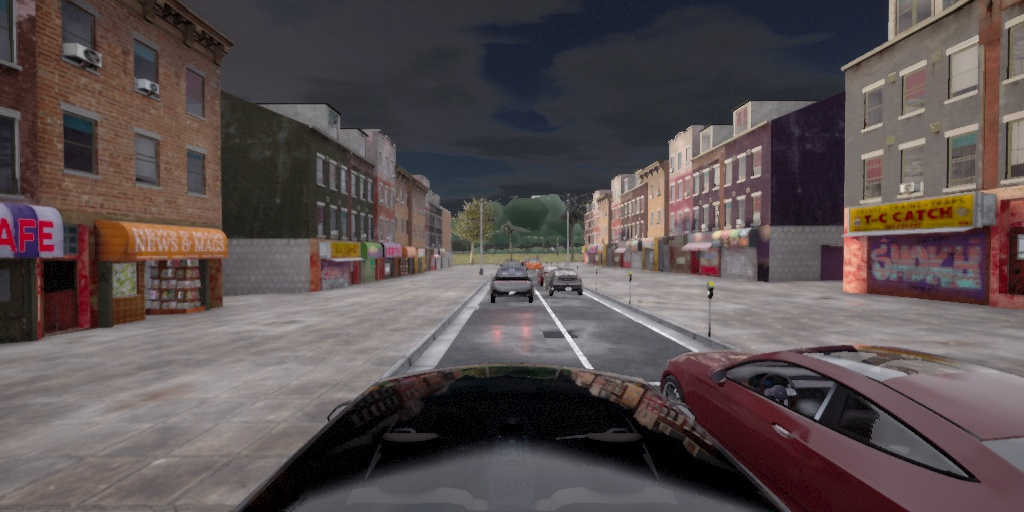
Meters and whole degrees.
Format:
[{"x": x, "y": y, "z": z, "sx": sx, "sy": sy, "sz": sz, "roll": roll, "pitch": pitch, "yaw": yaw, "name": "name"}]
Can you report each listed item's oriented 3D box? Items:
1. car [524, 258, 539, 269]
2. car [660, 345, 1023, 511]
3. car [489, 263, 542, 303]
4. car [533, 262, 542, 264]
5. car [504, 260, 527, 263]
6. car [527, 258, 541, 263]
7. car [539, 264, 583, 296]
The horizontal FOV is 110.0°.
[{"x": 2.988, "y": 1.146, "z": 56.767, "sx": 2.097, "sy": 1.767, "sz": 4.553, "roll": 0, "pitch": 0, "yaw": 0, "name": "car"}, {"x": 2.637, "y": 1.330, "z": 2.690, "sx": 1.802, "sy": 1.307, "sz": 4.207, "roll": 0, "pitch": 0, "yaw": 0, "name": "car"}, {"x": 0.000, "y": 1.244, "z": 16.502, "sx": 2.128, "sy": 1.511, "sz": 4.902, "roll": 0, "pitch": 0, "yaw": 0, "name": "car"}, {"x": 2.637, "y": 1.295, "z": 24.315, "sx": 1.888, "sy": 1.381, "sz": 4.507, "roll": 0, "pitch": 0, "yaw": 0, "name": "car"}, {"x": 0.000, "y": 1.122, "z": 31.474, "sx": 2.097, "sy": 1.767, "sz": 4.553, "roll": 0, "pitch": 0, "yaw": 0, "name": "car"}, {"x": 2.988, "y": 1.132, "z": 49.766, "sx": 2.097, "sy": 1.767, "sz": 4.553, "roll": 0, "pitch": 0, "yaw": 0, "name": "car"}, {"x": 2.637, "y": 1.299, "z": 18.909, "sx": 2.007, "sy": 1.370, "sz": 4.403, "roll": 0, "pitch": 0, "yaw": 0, "name": "car"}]
